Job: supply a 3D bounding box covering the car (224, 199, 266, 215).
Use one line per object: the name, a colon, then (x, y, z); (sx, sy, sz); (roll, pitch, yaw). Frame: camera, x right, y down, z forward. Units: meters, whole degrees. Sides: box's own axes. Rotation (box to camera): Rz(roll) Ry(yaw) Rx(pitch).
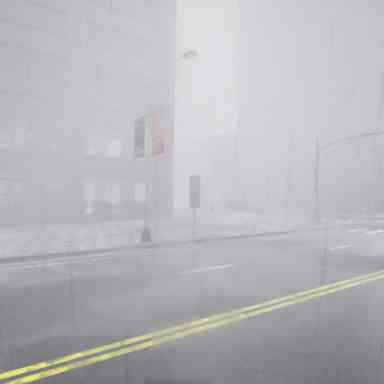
car: (5.558, 1.534, 35.184); (1.882, 1.535, 5.008); (1, -1, -36)
